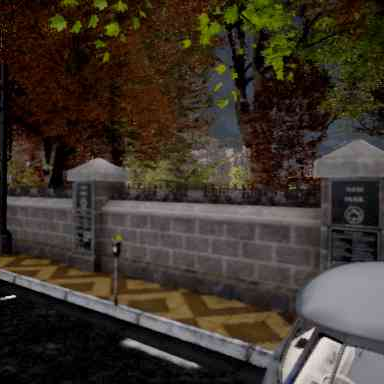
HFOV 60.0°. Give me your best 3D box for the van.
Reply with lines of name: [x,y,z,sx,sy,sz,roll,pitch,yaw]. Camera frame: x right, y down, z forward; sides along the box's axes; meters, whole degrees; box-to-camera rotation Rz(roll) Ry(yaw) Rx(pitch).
van: [2.138,1.354,1.195,3.998,1.788,1.690,1,1,35]
